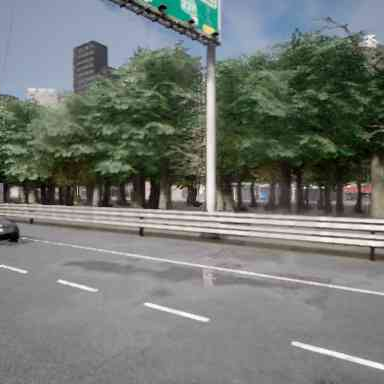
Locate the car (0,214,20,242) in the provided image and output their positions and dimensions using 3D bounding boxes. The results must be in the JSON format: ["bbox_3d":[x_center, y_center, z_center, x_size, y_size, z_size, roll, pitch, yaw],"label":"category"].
[{"bbox_3d":[-9.639,1.570,15.031,4.181,1.385,1.994,0,0,35],"label":"car"}]
